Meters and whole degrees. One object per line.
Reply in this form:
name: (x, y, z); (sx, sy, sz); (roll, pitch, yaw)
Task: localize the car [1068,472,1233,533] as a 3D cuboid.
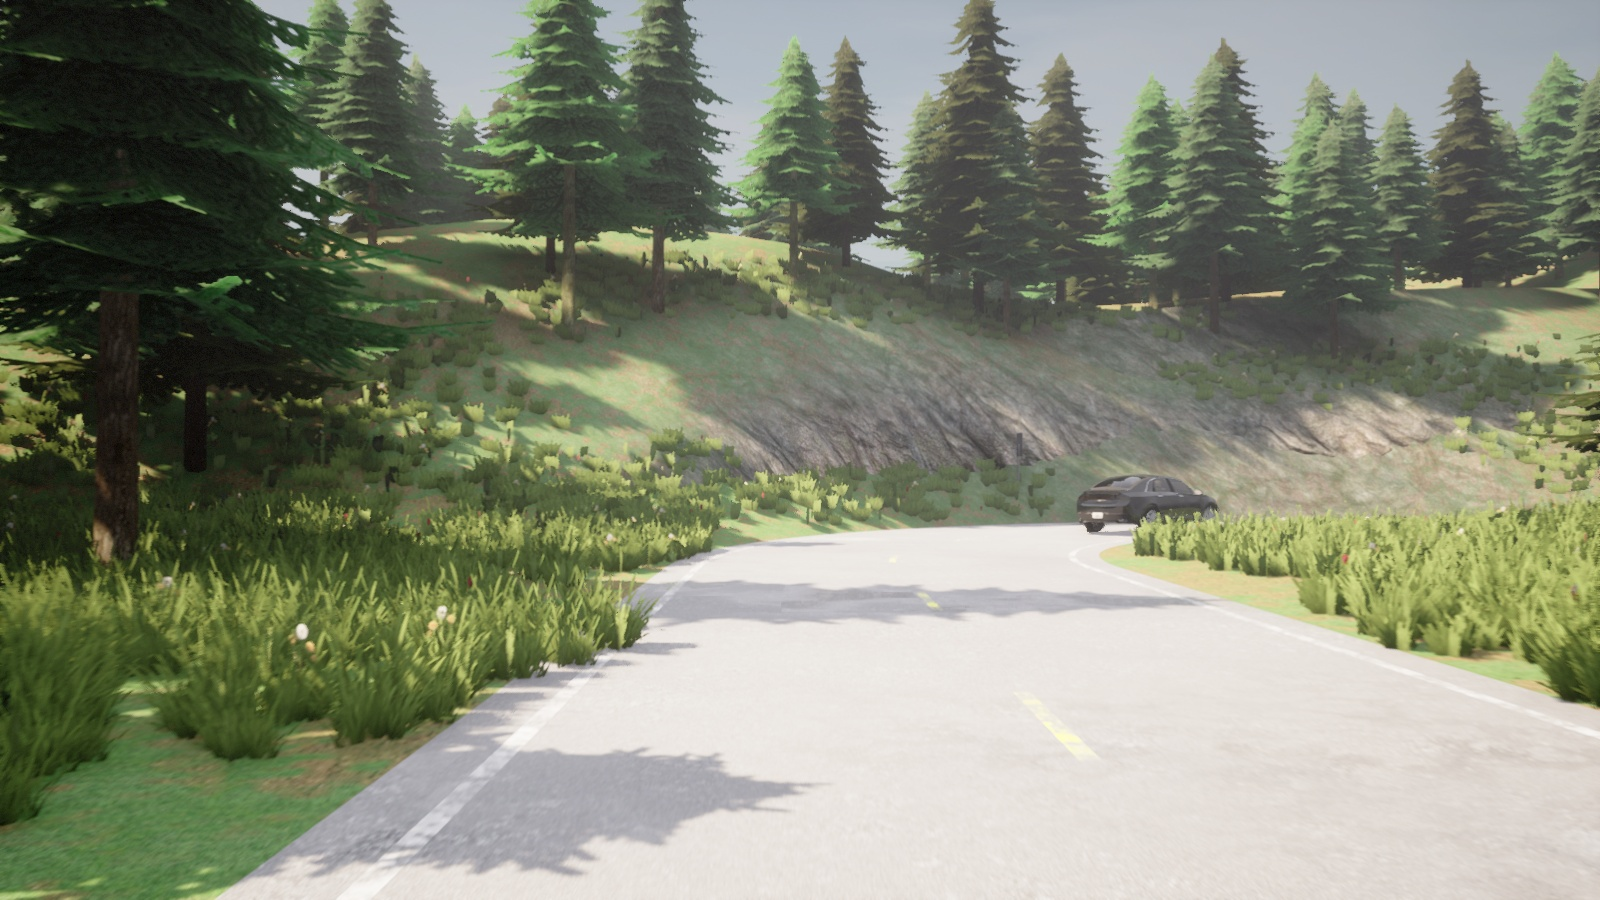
car: (9.268, 1.335, 33.003); (4.892, 1.490, 1.837); (1, -2, -43)
